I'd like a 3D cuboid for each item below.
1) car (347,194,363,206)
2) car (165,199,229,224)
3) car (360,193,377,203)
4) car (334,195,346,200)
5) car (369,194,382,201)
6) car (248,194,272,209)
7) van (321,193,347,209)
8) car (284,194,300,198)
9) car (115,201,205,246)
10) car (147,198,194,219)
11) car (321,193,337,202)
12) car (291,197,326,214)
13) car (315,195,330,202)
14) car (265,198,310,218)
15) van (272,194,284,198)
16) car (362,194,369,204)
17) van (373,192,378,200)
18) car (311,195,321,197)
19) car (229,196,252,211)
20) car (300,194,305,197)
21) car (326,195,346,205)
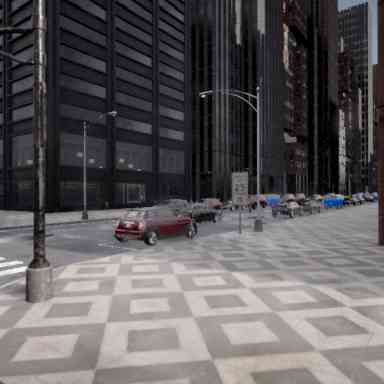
[{"bbox_3d":[24.726,1.419,51.633,1.947,1.339,4.313,0,0,36],"label":"car"},{"bbox_3d":[0.154,1.438,22.022,2.128,1.511,4.902,0,0,36],"label":"car"},{"bbox_3d":[34.550,1.369,65.295,1.887,1.381,4.507,0,0,36],"label":"car"},{"bbox_3d":[37.443,1.395,83.923,1.947,1.339,4.313,0,0,36],"label":"car"},{"bbox_3d":[41.098,1.247,74.403,1.967,1.590,4.097,0,0,36],"label":"car"},{"bbox_3d":[7.971,1.231,42.933,2.192,1.841,5.009,0,0,36],"label":"car"},{"bbox_3d":[18.177,1.216,42.524,1.690,1.788,3.998,0,0,36],"label":"van"},{"bbox_3d":[14.520,1.209,52.042,2.192,1.841,5.009,0,0,36],"label":"car"},{"bbox_3d":[-1.469,1.392,15.200,1.967,1.590,4.097,0,0,36],"label":"car"},{"bbox_3d":[-1.852,1.395,29.270,1.967,1.590,4.097,0,0,36],"label":"car"},{"bbox_3d":[30.893,1.161,74.814,2.192,1.841,5.009,0,0,36],"label":"car"},{"bbox_3d":[11.629,1.465,33.416,1.947,1.339,4.313,0,0,36],"label":"car"},{"bbox_3d":[27.619,1.405,70.260,2.008,1.369,4.403,0,0,36],"label":"car"},{"bbox_3d":[8.355,1.462,28.862,2.008,1.369,4.403,0,0,36],"label":"car"},{"bbox_3d":[11.245,1.246,47.487,1.690,1.788,3.998,0,0,36],"label":"van"},{"bbox_3d":[28.001,1.409,56.187,1.947,1.339,4.313,0,0,36],"label":"car"},{"bbox_3d":[37.824,1.157,69.849,1.690,1.788,3.998,0,0,36],"label":"van"},{"bbox_3d":[24.344,1.304,65.705,1.967,1.590,4.097,0,0,36],"label":"car"},{"bbox_3d":[4.697,1.479,38.379,2.008,1.369,4.403,0,0,36],"label":"car"},{"bbox_3d":[17.794,1.198,56.596,2.192,1.841,5.009,0,0,36],"label":"car"},{"bbox_3d":[23.828,1.336,54.945,1.882,1.535,5.008,0,0,35],"label":"car"}]
